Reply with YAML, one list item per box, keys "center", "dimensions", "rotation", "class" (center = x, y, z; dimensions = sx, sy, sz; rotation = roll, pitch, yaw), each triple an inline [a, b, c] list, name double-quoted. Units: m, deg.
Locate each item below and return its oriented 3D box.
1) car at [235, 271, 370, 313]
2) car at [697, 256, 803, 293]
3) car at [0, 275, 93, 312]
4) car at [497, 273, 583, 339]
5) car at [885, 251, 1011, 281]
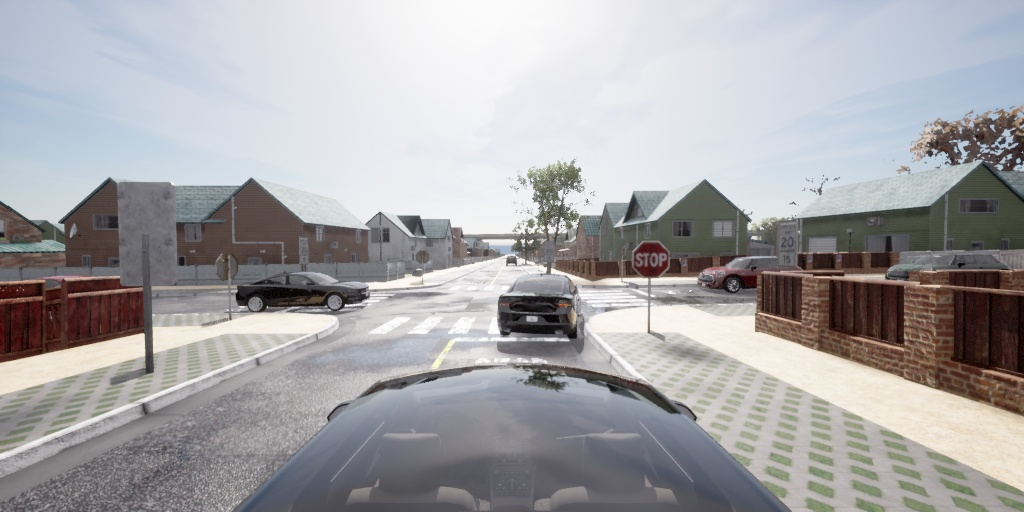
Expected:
- center: [-8.483, 1.377, 14.767]
  dimensions: [5.008, 1.535, 1.882]
  rotation: [-1, 2, 0]
  class: "car"
- center: [11.788, 0.820, 17.872]
  dimensions: [4.553, 1.767, 2.097]
  rotation: [-1, 2, 0]
  class: "car"
- center: [-18.036, 1.547, 14.694]
  dimensions: [5.008, 1.535, 1.882]
  rotation: [-1, 2, 0]
  class: "car"
- center: [0.948, 1.224, 10.251]
  dimensions: [1.882, 1.535, 5.008]
  rotation: [0, 0, 12]
  class: "car"
- center: [21.683, 0.646, 17.955]
  dimensions: [4.553, 1.767, 2.097]
  rotation: [-1, 2, 0]
  class: "car"
